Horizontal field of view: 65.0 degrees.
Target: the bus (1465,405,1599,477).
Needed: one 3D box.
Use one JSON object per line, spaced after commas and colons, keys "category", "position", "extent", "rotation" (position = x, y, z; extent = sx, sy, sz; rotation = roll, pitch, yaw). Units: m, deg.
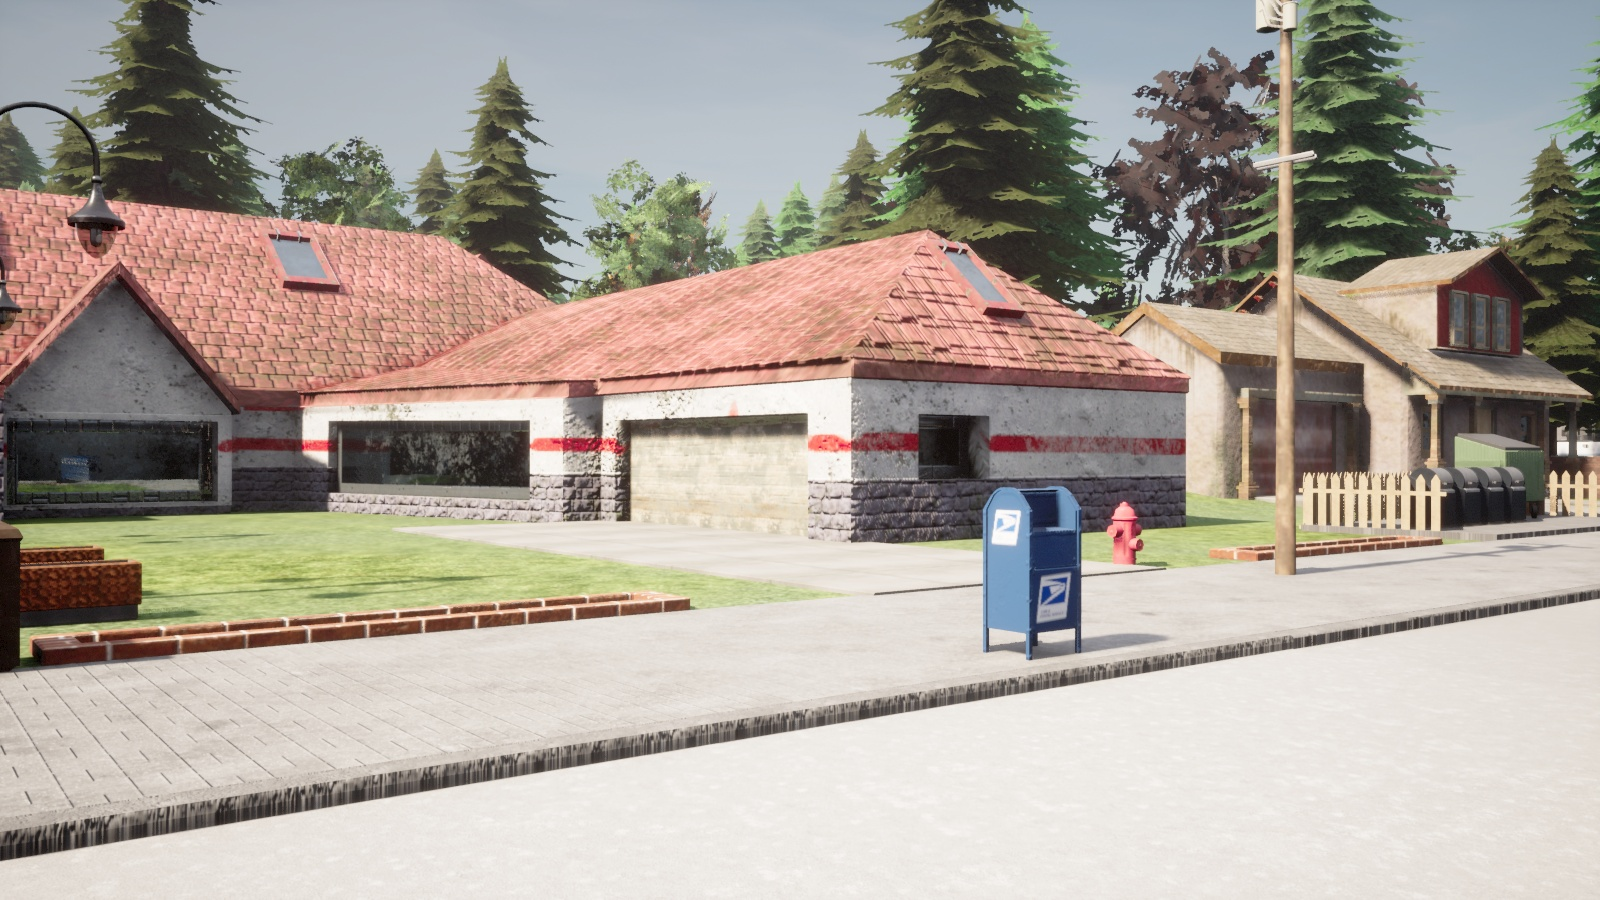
{"category": "bus", "position": [47.497, -0.542, 77.922], "extent": [3.944, 4.253, 10.273], "rotation": [0, 0, -37]}
